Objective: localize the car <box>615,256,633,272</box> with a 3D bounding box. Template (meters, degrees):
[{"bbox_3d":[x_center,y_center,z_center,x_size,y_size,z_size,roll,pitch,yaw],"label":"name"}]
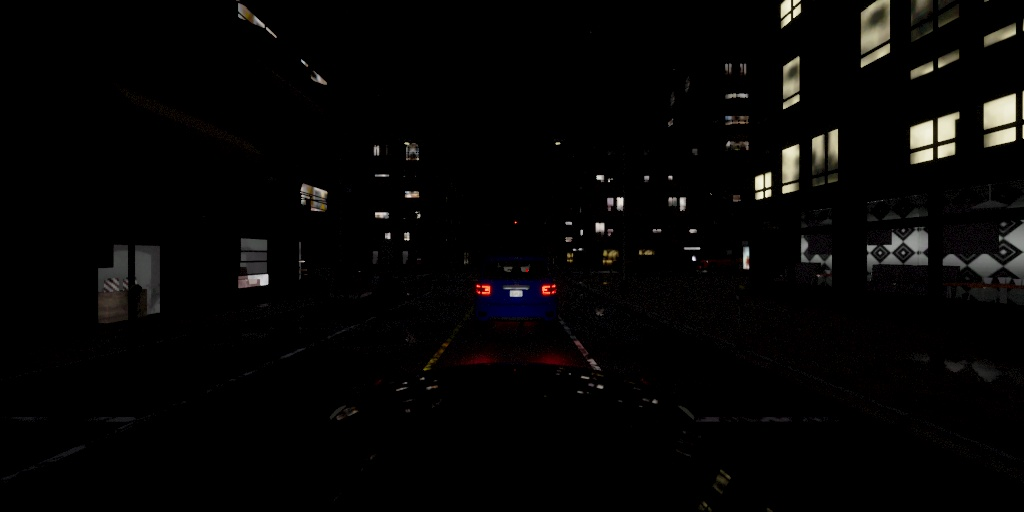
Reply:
[{"bbox_3d":[14.435,0.983,40.208,4.674,1.442,1.812,-1,0,-1],"label":"car"}]

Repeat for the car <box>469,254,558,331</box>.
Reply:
[{"bbox_3d":[0.103,0.971,11.062,2.150,2.045,5.566,0,0,0],"label":"car"}]

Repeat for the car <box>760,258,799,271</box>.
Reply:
[{"bbox_3d":[25.819,0.822,34.531,4.313,1.339,1.948,0,0,0],"label":"car"}]

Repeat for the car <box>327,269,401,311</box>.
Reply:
[{"bbox_3d":[-5.734,1.332,14.468,1.802,1.307,4.207,0,0,0],"label":"car"}]

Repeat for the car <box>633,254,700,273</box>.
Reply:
[{"bbox_3d":[14.725,0.778,34.439,5.009,1.841,2.192,0,0,0],"label":"car"}]

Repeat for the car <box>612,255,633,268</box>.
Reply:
[{"bbox_3d":[14.594,0.764,42.819,5.009,1.841,2.192,0,0,0],"label":"car"}]

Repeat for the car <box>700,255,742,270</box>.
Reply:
[{"bbox_3d":[23.400,0.642,40.301,4.553,1.767,2.097,-1,0,-1],"label":"car"}]

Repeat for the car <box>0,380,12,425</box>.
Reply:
[{"bbox_3d":[-5.689,1.300,1.551,2.007,1.370,4.403,0,0,0],"label":"car"}]
